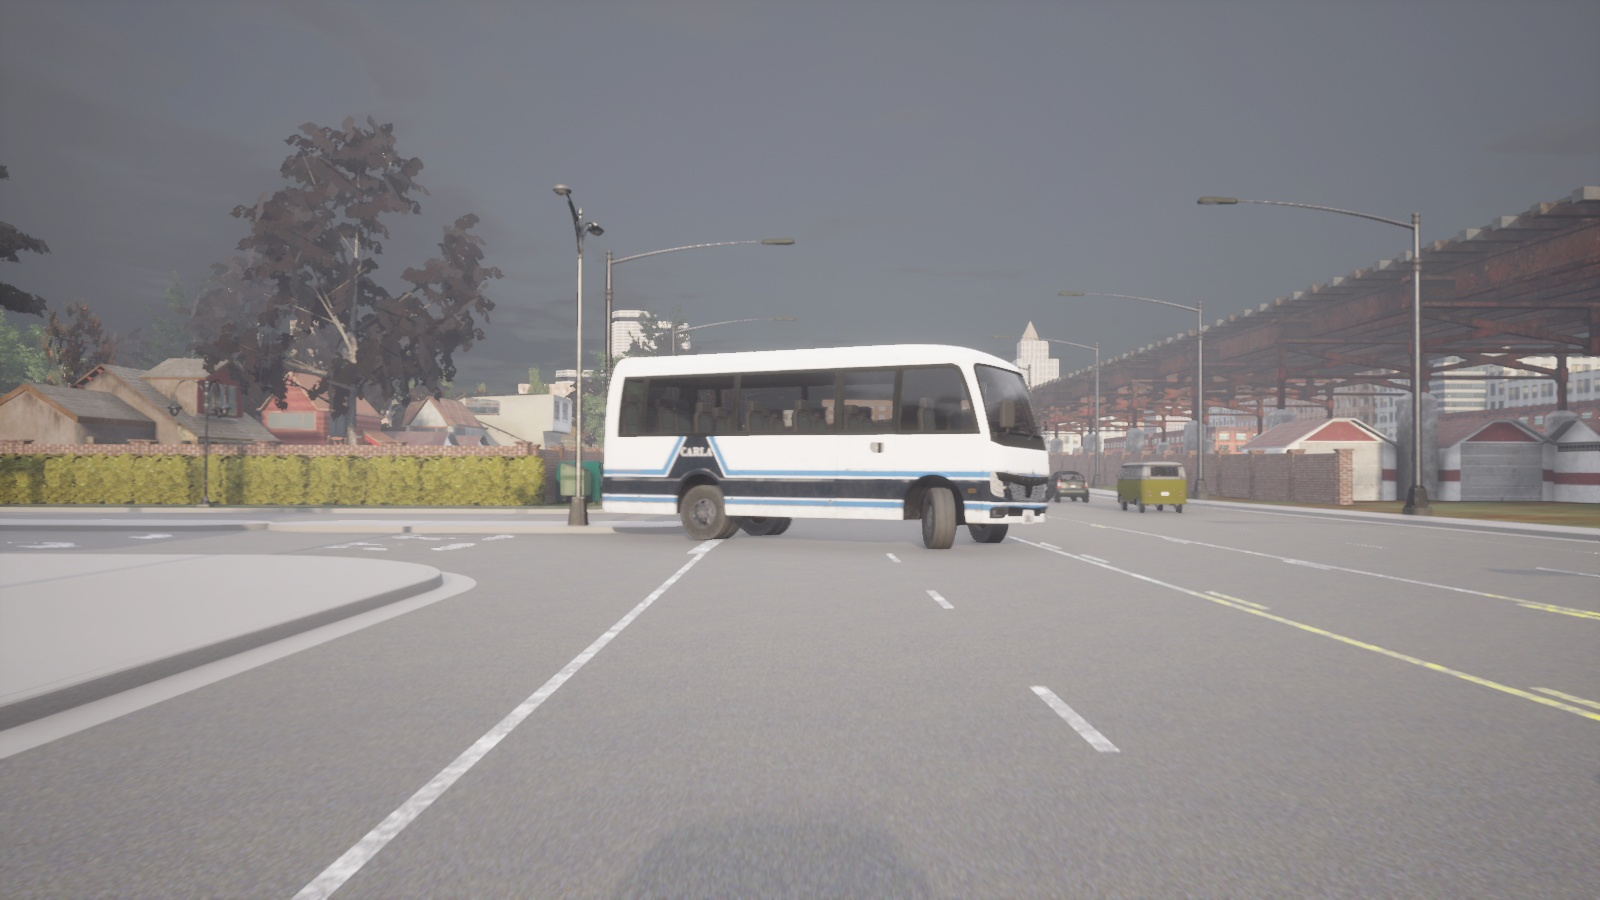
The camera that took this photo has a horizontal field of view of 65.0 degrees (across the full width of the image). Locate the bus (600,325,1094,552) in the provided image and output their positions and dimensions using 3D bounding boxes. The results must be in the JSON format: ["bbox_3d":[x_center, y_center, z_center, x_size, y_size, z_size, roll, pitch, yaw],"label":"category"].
[{"bbox_3d":[0.868,-0.100,27.789,10.273,4.253,3.944,-1,-3,31],"label":"bus"}]

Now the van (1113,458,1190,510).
[{"bbox_3d":[13.866,1.341,49.777,1.775,1.987,4.442,0,-1,0],"label":"van"}]

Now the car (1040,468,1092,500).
[{"bbox_3d":[13.825,1.745,65.529,1.851,1.617,3.988,0,-1,0],"label":"car"}]
